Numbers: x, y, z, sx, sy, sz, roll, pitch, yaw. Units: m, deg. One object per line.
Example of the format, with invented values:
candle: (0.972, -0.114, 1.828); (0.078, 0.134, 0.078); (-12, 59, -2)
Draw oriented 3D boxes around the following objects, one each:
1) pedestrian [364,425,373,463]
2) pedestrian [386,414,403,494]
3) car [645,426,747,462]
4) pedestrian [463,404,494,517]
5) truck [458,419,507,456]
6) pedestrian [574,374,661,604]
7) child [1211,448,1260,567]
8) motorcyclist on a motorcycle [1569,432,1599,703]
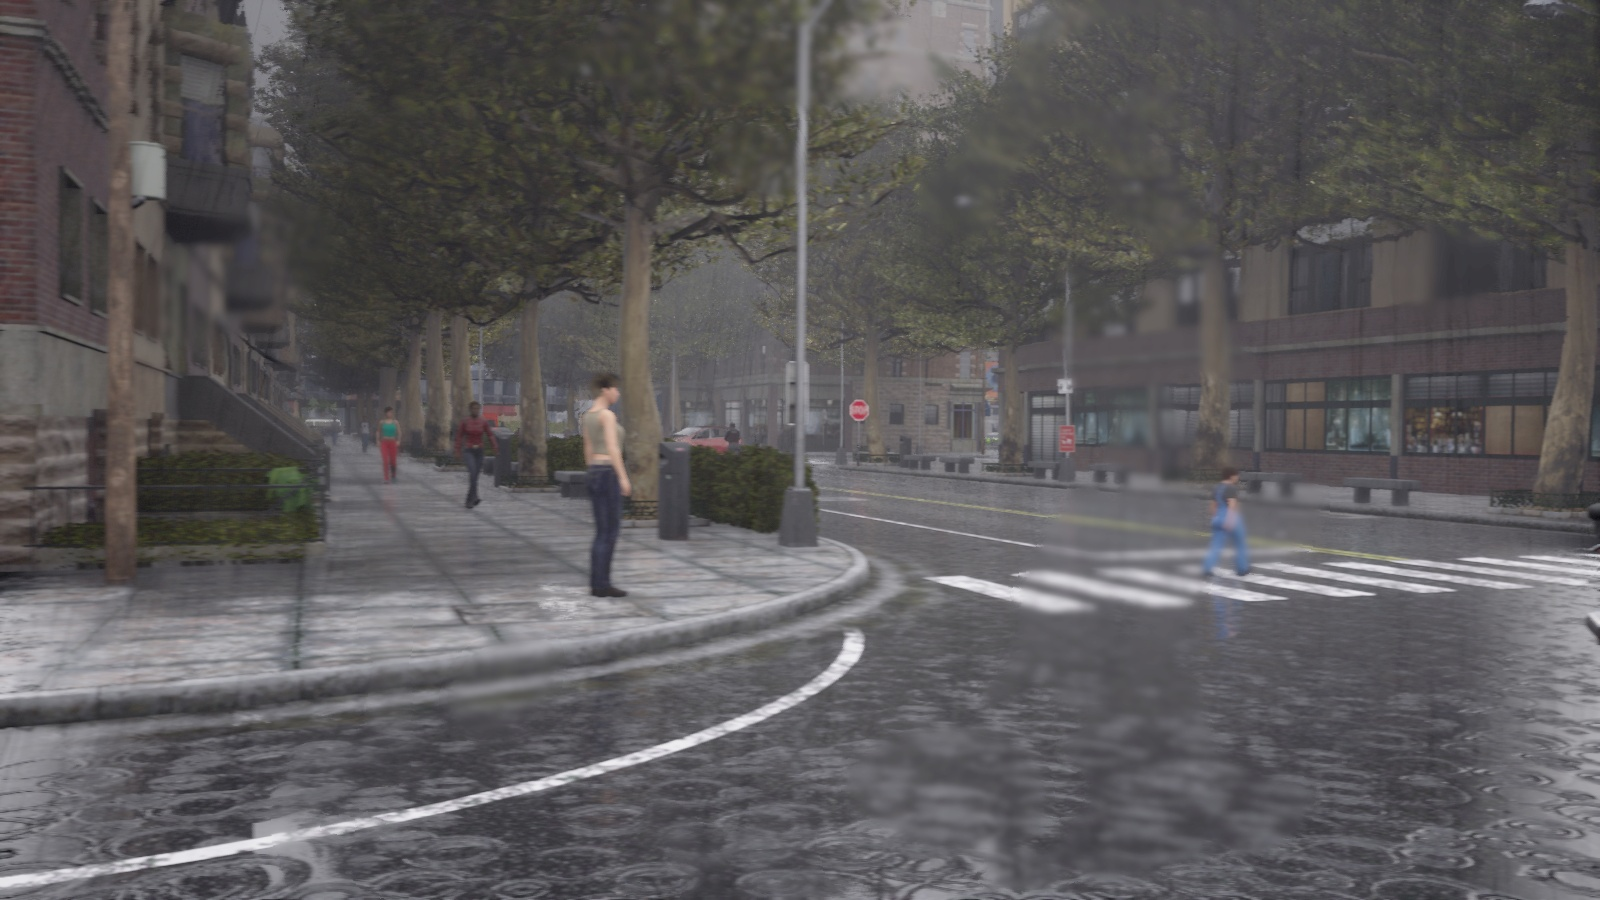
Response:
pedestrian: (-20.904, -0.309, 60.832); (0.354, 1.836, 0.706); (-1, 1, -22)
pedestrian: (-9.377, 0.084, 29.015); (0.345, 1.836, 0.594); (-1, 1, -18)
car: (-5.082, -0.310, 61.913); (4.611, 1.667, 2.242); (-2, 1, -43)
pedestrian: (-5.346, 0.173, 20.878); (0.331, 1.846, 0.636); (-1, 1, -28)
truck: (-22.376, -0.884, 88.344); (2.627, 2.467, 5.204); (-1, 1, -21)
pedestrian: (-1.496, 0.303, 10.297); (0.594, 1.836, 0.345); (-1, 1, -30)
child: (4.724, 0.612, 13.622); (0.437, 1.263, 0.270); (-1, 1, -29)
motorcyclist on a motorcycle: (5.049, 0.661, 7.209); (0.866, 1.530, 2.191); (-1, 1, 27)
